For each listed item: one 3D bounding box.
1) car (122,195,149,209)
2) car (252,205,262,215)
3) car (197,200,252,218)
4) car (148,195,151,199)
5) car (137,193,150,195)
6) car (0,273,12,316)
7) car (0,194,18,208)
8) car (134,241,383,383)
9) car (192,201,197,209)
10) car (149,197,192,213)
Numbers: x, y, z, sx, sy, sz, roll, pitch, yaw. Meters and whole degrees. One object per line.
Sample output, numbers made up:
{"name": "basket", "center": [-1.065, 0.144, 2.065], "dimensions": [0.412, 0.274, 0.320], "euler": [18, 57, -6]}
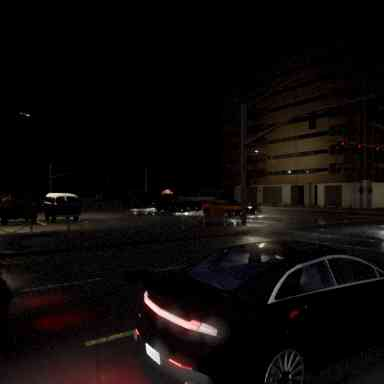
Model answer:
{"name": "car", "center": [-8.454, 1.533, 47.659], "dimensions": [1.882, 1.535, 5.008], "euler": [0, 0, -34]}
{"name": "car", "center": [4.727, 1.603, 34.535], "dimensions": [2.033, 1.411, 5.357], "euler": [0, 0, -34]}
{"name": "car", "center": [2.932, 1.533, 30.957], "dimensions": [1.882, 1.535, 5.008], "euler": [0, 0, -34]}
{"name": "car", "center": [-6.240, 1.560, 50.632], "dimensions": [1.837, 1.490, 4.892], "euler": [0, 0, -34]}
{"name": "car", "center": [-10.431, 1.277, 69.498], "dimensions": [2.150, 2.045, 5.566], "euler": [0, 0, -34]}
{"name": "car", "center": [-5.492, 1.547, 4.446], "dimensions": [5.357, 1.411, 2.033], "euler": [0, 0, -35]}
{"name": "car", "center": [-31.421, 1.209, 56.553], "dimensions": [1.932, 1.855, 4.605], "euler": [0, 0, -34]}
{"name": "car", "center": [1.594, 1.492, 4.879], "dimensions": [4.902, 1.511, 2.128], "euler": [0, 0, -34]}
{"name": "car", "center": [-0.675, 1.656, 42.454], "dimensions": [1.895, 1.301, 4.718], "euler": [0, 0, -34]}
{"name": "car", "center": [-2.603, 1.603, 39.067], "dimensions": [2.033, 1.411, 5.357], "euler": [0, 0, -34]}
